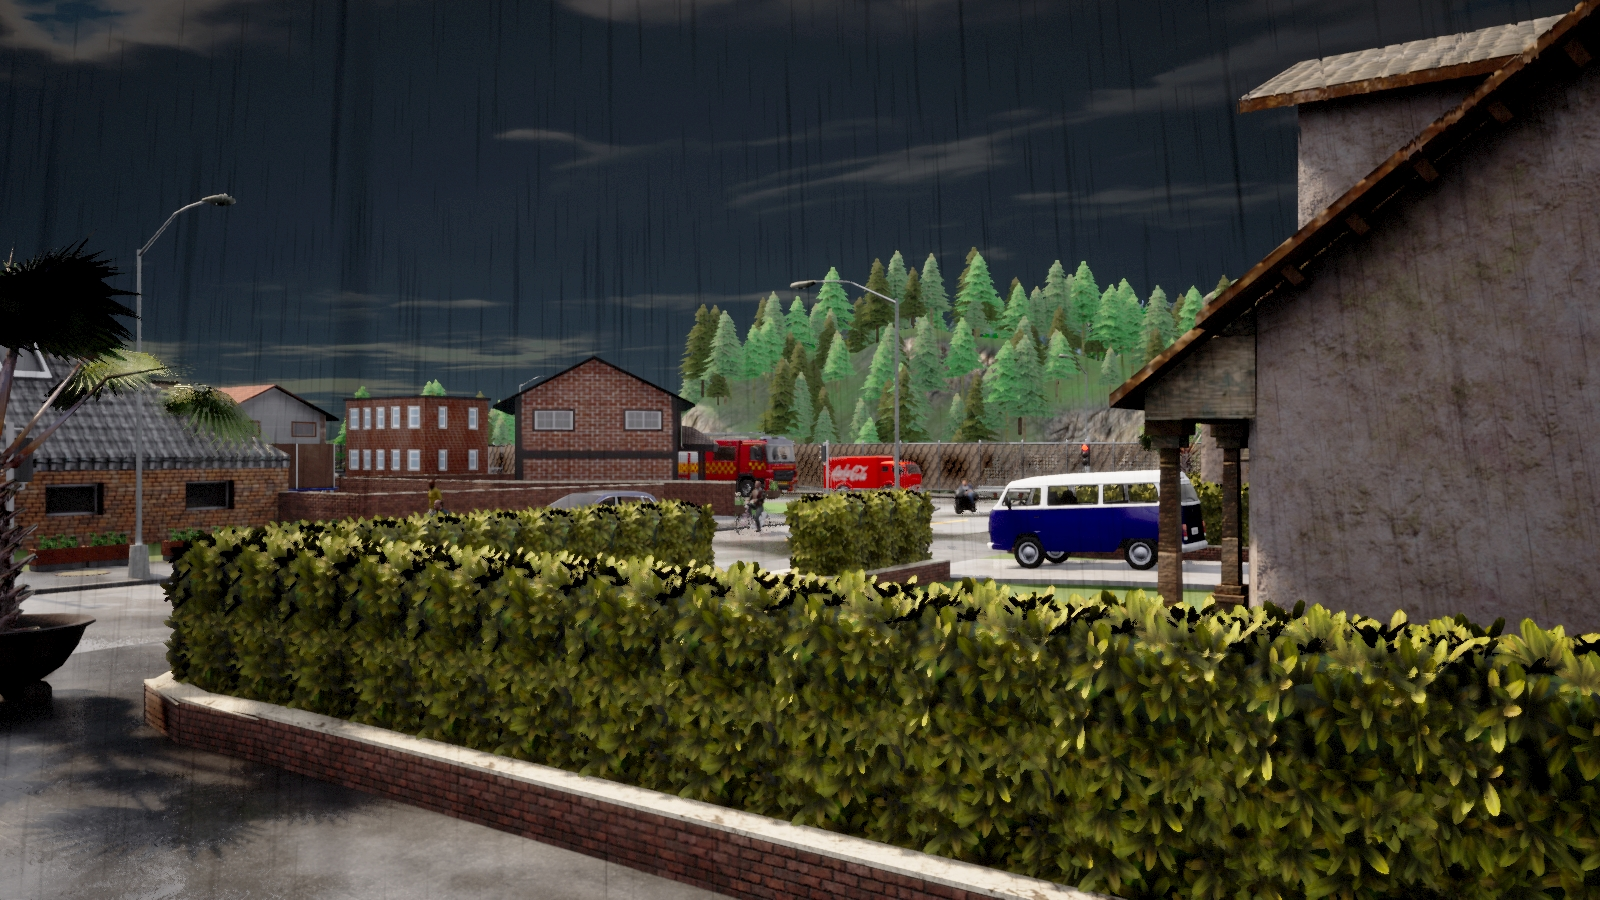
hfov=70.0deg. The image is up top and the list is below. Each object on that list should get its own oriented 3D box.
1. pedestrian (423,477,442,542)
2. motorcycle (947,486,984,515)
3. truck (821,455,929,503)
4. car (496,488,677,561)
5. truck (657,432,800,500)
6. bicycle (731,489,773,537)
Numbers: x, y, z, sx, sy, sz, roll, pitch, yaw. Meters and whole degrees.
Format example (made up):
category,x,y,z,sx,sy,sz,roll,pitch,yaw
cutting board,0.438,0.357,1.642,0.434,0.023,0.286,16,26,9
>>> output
category,x,y,z,sx,sy,sz,roll,pitch,yaw
pedestrian,-10.692,1.732,33.263,0.375,1.860,0.375,0,0,33
motorcycle,7.181,2.177,49.427,0.803,1.199,2.033,-1,-1,33
truck,4.071,1.571,62.024,5.204,2.467,2.627,-1,-1,35
car,-5.756,1.958,31.296,2.242,1.667,4.611,0,0,35
truck,-4.326,0.873,67.893,8.468,3.827,2.891,0,0,35
bicycle,-1.549,2.051,37.357,0.329,1.471,1.835,0,0,35
